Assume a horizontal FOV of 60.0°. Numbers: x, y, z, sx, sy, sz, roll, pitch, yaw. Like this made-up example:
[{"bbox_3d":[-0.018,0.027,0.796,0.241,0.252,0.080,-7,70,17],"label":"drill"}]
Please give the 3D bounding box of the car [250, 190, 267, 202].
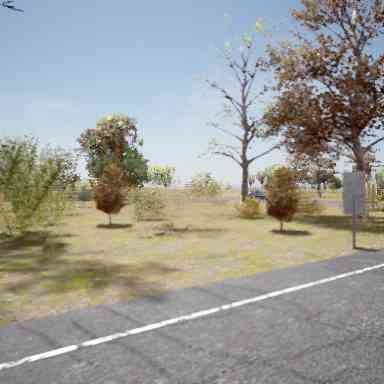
[{"bbox_3d":[13.379,0.725,62.702,2.150,2.045,5.566,-1,1,-35],"label":"car"}]
